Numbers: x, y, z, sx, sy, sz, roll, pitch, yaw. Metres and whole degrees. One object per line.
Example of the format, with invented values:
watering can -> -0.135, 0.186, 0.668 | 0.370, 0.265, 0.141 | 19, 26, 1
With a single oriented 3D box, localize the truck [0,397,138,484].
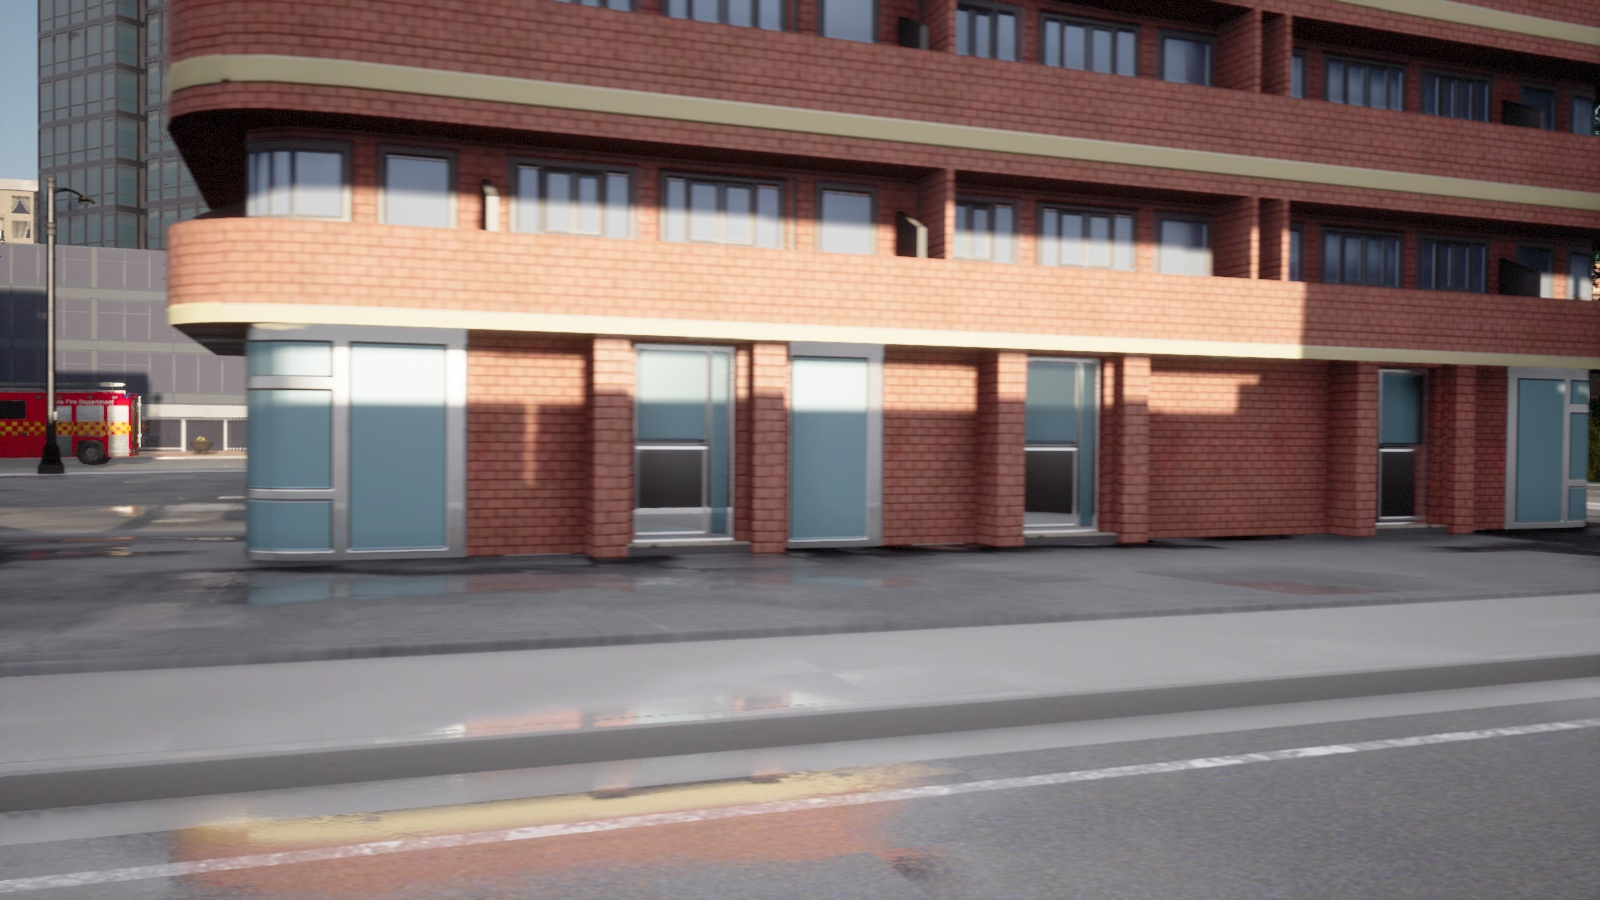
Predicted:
truck -> -35.667, -0.420, 58.143 | 8.468, 3.827, 2.891 | -2, 1, -21
